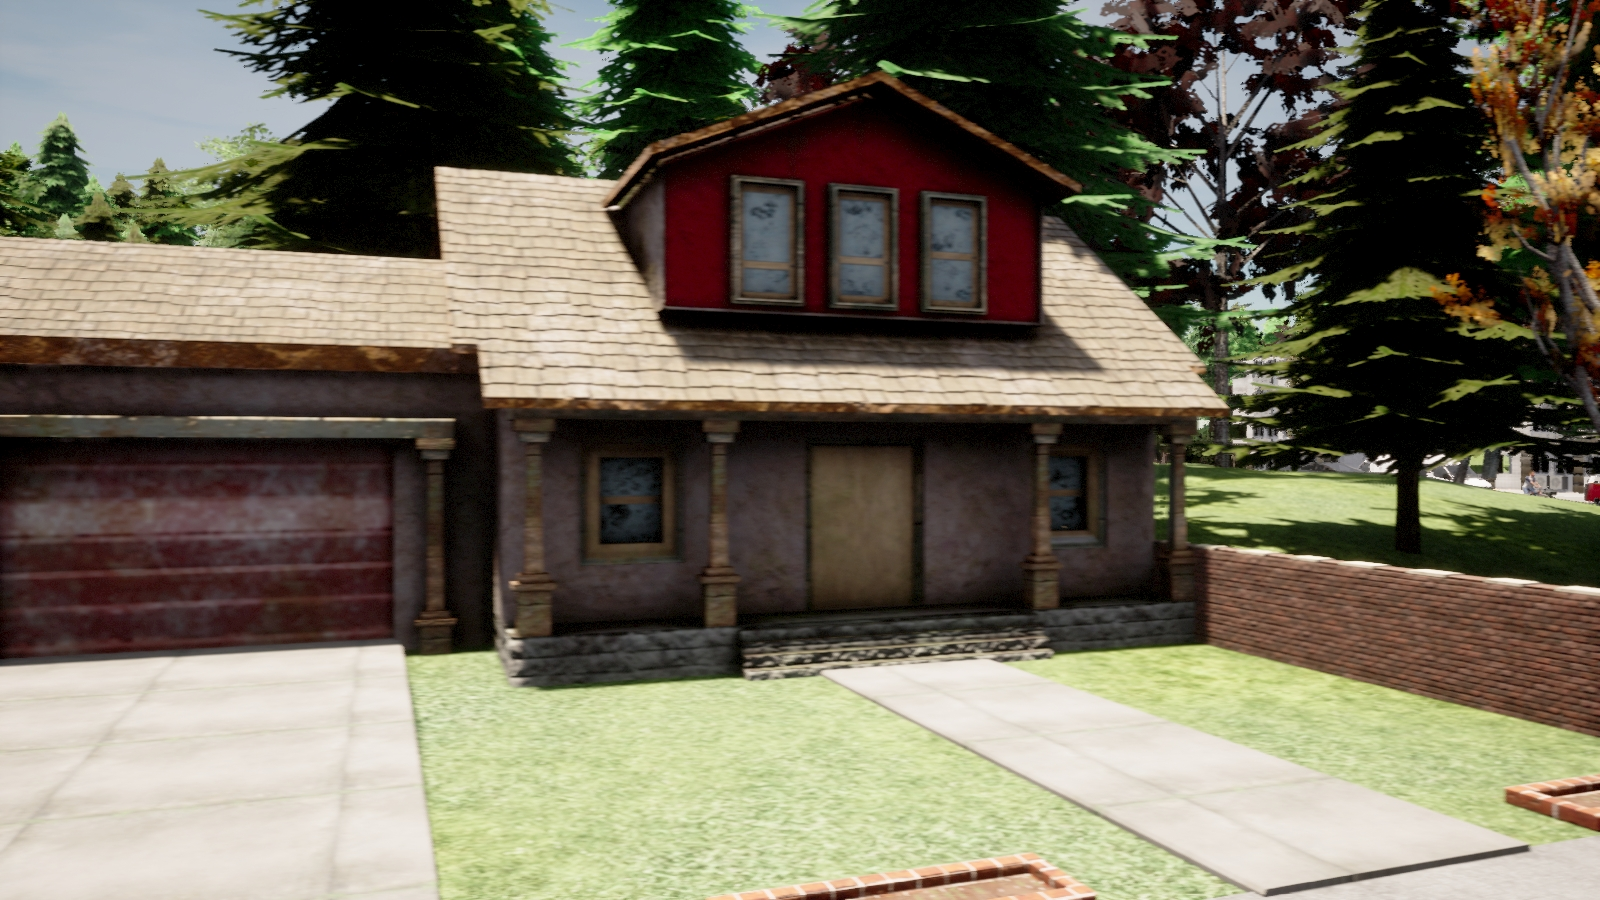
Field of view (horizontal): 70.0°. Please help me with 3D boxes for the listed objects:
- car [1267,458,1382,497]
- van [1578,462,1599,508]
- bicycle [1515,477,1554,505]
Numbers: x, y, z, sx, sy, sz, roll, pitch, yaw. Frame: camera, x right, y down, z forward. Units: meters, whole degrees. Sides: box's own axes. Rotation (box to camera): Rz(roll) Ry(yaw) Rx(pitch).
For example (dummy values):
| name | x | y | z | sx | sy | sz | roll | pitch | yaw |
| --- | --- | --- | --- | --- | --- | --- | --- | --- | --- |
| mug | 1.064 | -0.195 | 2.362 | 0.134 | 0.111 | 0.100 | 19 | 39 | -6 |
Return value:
| name | x | y | z | sx | sy | sz | roll | pitch | yaw |
| --- | --- | --- | --- | --- | --- | --- | --- | --- | --- |
| car | 30.513 | 1.532 | 66.694 | 2.390 | 2.098 | 6.274 | 0 | 0 | -20 |
| van | 36.688 | 1.561 | 49.551 | 2.069 | 2.038 | 4.480 | 0 | 0 | -20 |
| bicycle | 34.940 | 1.934 | 54.368 | 0.373 | 1.296 | 1.643 | 0 | 0 | -20 |
